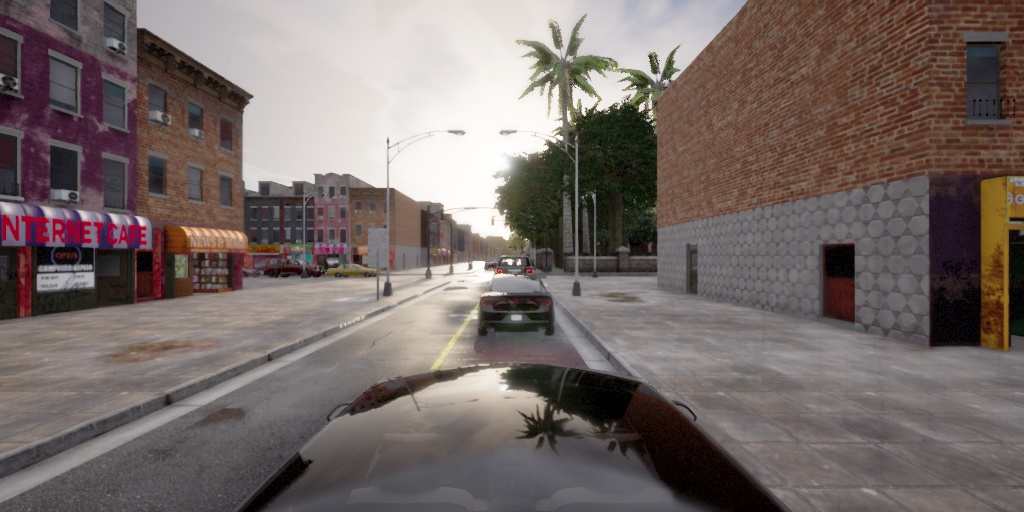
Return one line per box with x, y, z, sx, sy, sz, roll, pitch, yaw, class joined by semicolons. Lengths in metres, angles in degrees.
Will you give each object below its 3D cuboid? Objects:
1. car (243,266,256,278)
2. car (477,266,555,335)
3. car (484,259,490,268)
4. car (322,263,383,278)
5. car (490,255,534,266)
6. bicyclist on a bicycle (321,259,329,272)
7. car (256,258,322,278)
-25.515;1.407;33.026;4.207;1.307;1.802;0;0;0;car
0.099;1.229;10.494;1.882;1.535;5.008;0;0;0;car
-2.843;1.143;51.589;2.097;1.767;4.553;0;0;0;car
-14.441;1.322;33.040;4.829;1.417;1.751;0;0;0;car
0.102;0.979;20.463;2.150;2.045;5.566;0;0;-1;car
-20.145;1.122;38.679;0.582;1.620;1.656;0;0;0;bicyclist on a bicycle
-20.062;1.125;33.033;5.009;1.841;2.192;0;0;0;car
